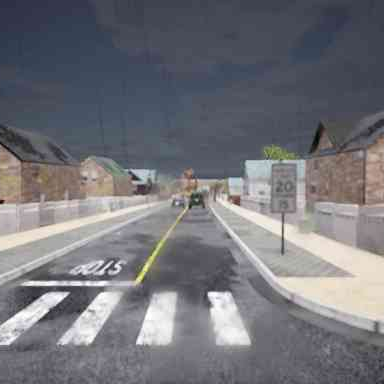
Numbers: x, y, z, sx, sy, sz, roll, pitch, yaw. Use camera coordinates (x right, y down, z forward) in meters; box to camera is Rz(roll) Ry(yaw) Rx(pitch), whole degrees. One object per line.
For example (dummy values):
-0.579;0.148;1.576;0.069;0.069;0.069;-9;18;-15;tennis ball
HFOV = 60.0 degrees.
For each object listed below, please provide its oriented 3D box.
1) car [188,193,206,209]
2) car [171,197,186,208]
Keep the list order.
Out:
0.674;1.191;44.123;2.150;2.045;5.566;0;0;2;car
-1.950;1.466;48.357;2.128;1.511;4.902;0;0;2;car
